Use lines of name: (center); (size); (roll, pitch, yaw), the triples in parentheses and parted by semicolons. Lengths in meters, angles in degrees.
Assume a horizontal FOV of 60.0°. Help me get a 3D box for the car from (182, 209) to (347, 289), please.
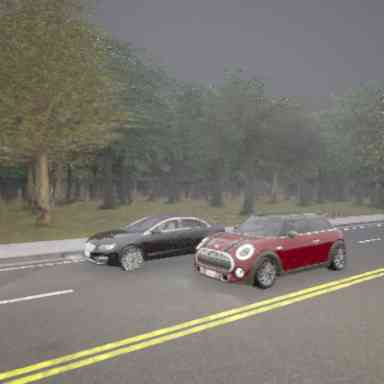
car: (2.273, 1.359, 9.298); (4.553, 1.767, 2.097); (0, 0, -36)

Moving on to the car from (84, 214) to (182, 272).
car: (-1.001, 1.500, 10.954); (4.902, 1.511, 2.128); (0, 0, -36)
